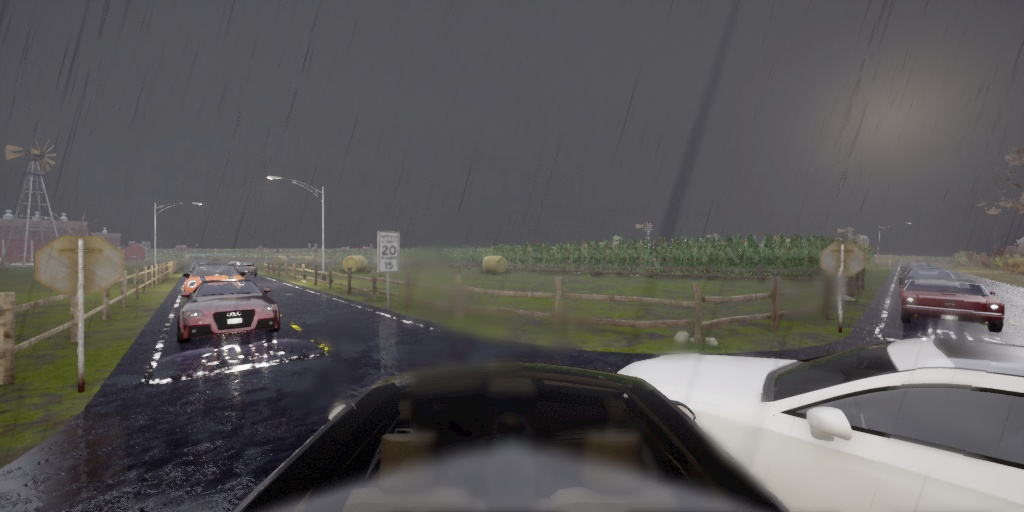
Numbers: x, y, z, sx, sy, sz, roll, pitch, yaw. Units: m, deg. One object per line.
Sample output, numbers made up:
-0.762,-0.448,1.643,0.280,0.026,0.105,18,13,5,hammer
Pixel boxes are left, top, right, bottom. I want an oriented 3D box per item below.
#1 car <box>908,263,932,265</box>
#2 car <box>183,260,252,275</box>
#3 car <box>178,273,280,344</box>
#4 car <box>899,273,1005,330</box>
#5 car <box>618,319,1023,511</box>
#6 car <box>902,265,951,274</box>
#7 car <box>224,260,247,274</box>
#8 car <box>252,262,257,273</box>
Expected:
27.506,1.383,24.002,4.181,1.385,1.994,0,1,-42,car
-13.611,1.133,16.462,2.097,1.767,4.553,0,0,-41,car
-7.878,1.351,9.941,1.994,1.385,4.181,0,0,-42,car
13.590,1.390,11.275,4.718,1.301,1.895,0,1,-43,car
2.851,1.293,2.283,1.812,1.442,4.674,0,1,-44,car
20.710,1.350,17.791,5.357,1.411,2.033,0,1,-42,car
-33.422,1.284,43.280,1.837,1.490,4.892,0,0,-41,car
-26.750,1.267,35.778,2.128,1.511,4.902,0,0,-41,car
